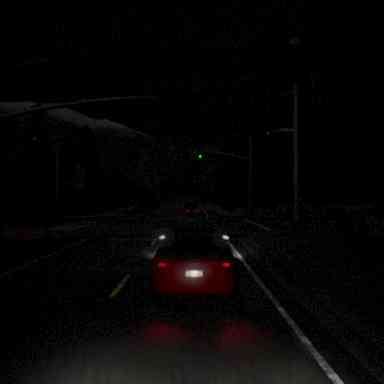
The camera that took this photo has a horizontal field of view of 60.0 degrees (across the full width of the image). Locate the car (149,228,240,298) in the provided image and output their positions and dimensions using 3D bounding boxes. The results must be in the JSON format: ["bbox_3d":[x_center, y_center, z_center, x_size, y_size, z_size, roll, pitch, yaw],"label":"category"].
[{"bbox_3d":[0.054,1.627,8.695,1.994,1.385,4.181,0,0,0],"label":"car"}]

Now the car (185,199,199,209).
[{"bbox_3d":[0.006,1.897,52.445,1.812,1.442,4.674,0,0,0],"label":"car"}]
